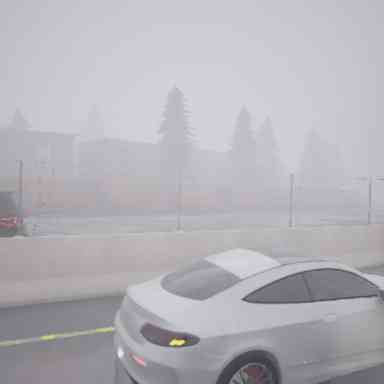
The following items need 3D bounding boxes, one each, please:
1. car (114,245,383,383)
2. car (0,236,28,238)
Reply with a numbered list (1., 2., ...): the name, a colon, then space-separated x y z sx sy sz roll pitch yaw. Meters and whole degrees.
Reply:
1. car: 1.366 1.484 4.442 4.674 1.442 1.812 1 1 -24
2. car: -7.315 0.875 8.574 5.566 2.045 2.150 1 1 -21
